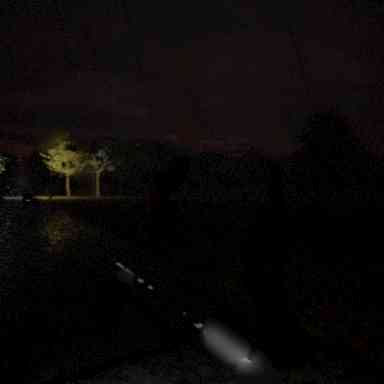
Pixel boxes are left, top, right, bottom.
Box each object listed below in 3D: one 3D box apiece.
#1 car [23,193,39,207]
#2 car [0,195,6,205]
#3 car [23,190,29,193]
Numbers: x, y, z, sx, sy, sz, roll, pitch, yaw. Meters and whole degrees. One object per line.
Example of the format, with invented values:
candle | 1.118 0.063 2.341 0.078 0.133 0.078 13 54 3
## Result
car | -21.960 1.270 45.320 2.128 1.511 4.902 0 0 -27
car | -30.514 1.216 52.250 1.812 1.442 4.674 0 0 -20
car | -33.805 0.936 68.727 2.097 1.767 4.553 0 0 -27
